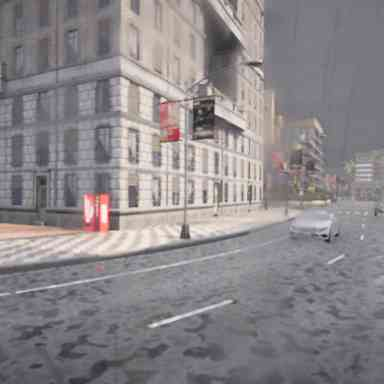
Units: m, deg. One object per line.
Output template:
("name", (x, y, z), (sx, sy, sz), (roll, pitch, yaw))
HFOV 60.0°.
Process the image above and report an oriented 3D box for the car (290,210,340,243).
("car", (6.451, 1.663, 17.153), (1.812, 1.442, 4.674), (0, -1, 31))
